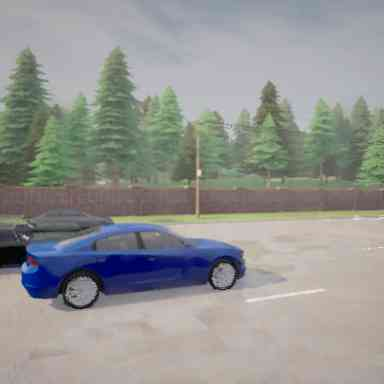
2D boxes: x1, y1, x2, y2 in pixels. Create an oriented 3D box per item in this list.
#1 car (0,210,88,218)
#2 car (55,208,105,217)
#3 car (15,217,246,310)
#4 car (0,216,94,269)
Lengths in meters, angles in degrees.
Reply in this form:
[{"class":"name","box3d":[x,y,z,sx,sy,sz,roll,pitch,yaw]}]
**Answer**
[{"class":"car","box3d":[-6.693,1.541,12.874,4.718,1.301,1.895,0,0,-23]},{"class":"car","box3d":[-6.103,1.501,16.944,4.181,1.385,1.994,0,0,-23]},{"class":"car","box3d":[-1.121,1.457,7.660,5.008,1.535,1.882,0,0,-23]},{"class":"car","box3d":[-5.290,1.554,9.666,4.718,1.301,1.895,0,0,-23]}]
